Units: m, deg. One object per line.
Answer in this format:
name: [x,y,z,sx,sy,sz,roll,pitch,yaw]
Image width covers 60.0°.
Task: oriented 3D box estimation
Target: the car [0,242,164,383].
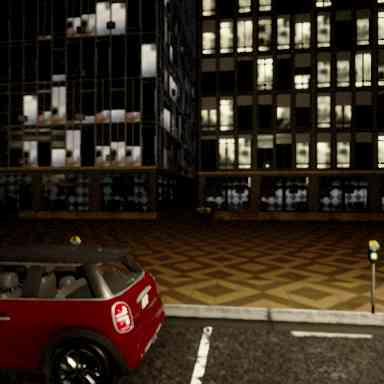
car: [-2.552,1.490,4.696,4.097,1.590,1.967,0,0,8]
